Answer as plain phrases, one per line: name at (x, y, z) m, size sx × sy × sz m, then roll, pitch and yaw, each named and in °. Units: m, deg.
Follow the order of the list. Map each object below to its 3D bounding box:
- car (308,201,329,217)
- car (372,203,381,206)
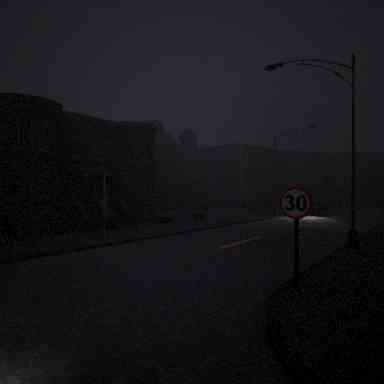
car at (11.780, 1.547, 31.906) m, size 2.033 × 1.411 × 5.357 m, roll 0°, pitch 0°, yaw 34°
car at (24.505, 1.387, 40.777) m, size 4.181 × 1.385 × 1.994 m, roll 0°, pitch 0°, yaw 3°
